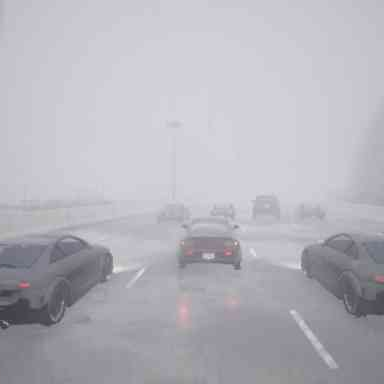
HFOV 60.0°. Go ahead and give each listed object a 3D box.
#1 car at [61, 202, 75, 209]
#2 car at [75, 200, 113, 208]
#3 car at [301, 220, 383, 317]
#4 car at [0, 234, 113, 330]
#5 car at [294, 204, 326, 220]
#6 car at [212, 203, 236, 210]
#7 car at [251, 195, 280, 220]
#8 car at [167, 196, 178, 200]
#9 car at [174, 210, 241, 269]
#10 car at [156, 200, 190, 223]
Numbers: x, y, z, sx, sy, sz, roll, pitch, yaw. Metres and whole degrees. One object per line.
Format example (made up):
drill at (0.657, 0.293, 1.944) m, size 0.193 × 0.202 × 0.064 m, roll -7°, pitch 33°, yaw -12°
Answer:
car at (-13.260, 1.528, 38.464) m, size 1.837 × 1.490 × 4.892 m, roll 0°, pitch 0°, yaw 12°
car at (-10.168, 1.516, 36.180) m, size 2.128 × 1.511 × 4.902 m, roll 0°, pitch 0°, yaw 12°
car at (3.893, 1.579, 7.437) m, size 1.994 × 1.385 × 4.181 m, roll 0°, pitch 0°, yaw 3°
car at (-3.132, 1.568, 7.095) m, size 1.994 × 1.385 × 4.181 m, roll 0°, pitch 0°, yaw 3°
car at (9.791, 1.648, 28.024) m, size 1.895 × 1.301 × 4.718 m, roll 0°, pitch 0°, yaw 10°
car at (2.766, 1.638, 28.487) m, size 1.895 × 1.301 × 4.718 m, roll 0°, pitch 0°, yaw 10°
car at (6.393, 1.264, 28.889) m, size 2.150 × 2.045 × 5.566 m, roll 0°, pitch 0°, yaw 10°
car at (-3.399, 1.607, 78.983) m, size 2.128 × 1.511 × 4.902 m, roll 0°, pitch 0°, yaw 24°
car at (0.614, 1.539, 11.140) m, size 1.812 × 1.442 × 4.674 m, roll 0°, pitch 0°, yaw 4°
car at (-1.297, 1.574, 25.458) m, size 2.033 × 1.411 × 5.357 m, roll 0°, pitch 0°, yaw 9°
